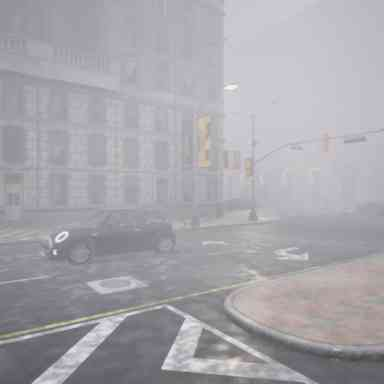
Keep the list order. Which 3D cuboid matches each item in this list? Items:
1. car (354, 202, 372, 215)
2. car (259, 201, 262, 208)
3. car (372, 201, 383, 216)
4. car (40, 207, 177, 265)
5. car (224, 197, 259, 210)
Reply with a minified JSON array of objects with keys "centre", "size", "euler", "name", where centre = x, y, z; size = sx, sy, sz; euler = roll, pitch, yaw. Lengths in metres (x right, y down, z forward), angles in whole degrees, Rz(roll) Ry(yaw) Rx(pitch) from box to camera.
[{"centre":[18.229,1.533,31.387],"size":[2.033,1.411,5.357],"euler":[0,0,-37],"name":"car"},{"centre":[7.499,1.477,46.212],"size":[2.128,1.511,4.902],"euler":[0,0,-36],"name":"car"},{"centre":[17.569,1.534,26.153],"size":[2.033,1.411,5.357],"euler":[0,0,-36],"name":"car"},{"centre":[-2.859,1.350,11.767],"size":[4.553,1.767,2.097],"euler":[0,0,-35],"name":"car"},{"centre":[5.952,1.550,42.361],"size":[1.994,1.385,4.181],"euler":[0,0,-36],"name":"car"}]
